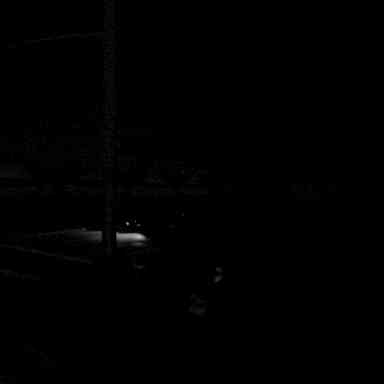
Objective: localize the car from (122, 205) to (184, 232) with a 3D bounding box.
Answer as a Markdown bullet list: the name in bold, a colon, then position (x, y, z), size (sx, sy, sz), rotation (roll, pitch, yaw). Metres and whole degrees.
- **car**: position (-2.453, 1.670, 21.974), size (1.837, 1.490, 4.892), rotation (0, 0, 36)

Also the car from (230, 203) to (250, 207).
- **car**: position (4.494, 1.766, 31.586), size (1.895, 1.301, 4.718), rotation (0, 0, 36)
